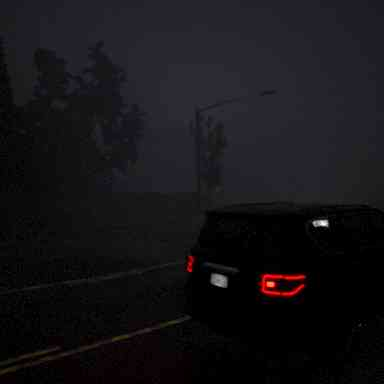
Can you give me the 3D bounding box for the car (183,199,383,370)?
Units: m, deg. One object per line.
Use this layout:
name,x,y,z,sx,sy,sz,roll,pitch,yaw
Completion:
car,2.384,1.214,5.993,5.566,2.045,2.150,0,0,-41

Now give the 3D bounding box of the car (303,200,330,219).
car,11.498,1.557,30.698,2.128,1.511,4.902,-1,-1,21

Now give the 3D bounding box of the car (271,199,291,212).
car,11.092,1.670,41.866,1.882,1.535,5.008,-1,-1,9
